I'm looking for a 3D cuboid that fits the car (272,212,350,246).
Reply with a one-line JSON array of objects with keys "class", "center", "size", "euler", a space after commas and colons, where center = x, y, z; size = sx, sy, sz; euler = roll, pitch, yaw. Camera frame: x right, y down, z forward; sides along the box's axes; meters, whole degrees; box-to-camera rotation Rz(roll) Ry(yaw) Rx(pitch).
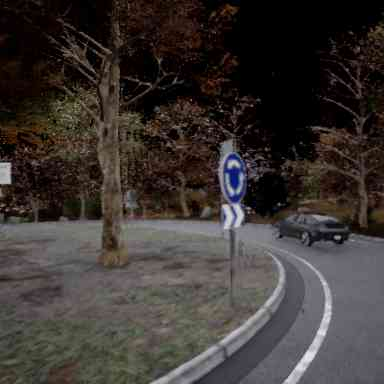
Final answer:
[{"class": "car", "center": [5.834, 1.791, 16.945], "size": [1.837, 1.490, 4.892], "euler": [1, -1, -13]}]
